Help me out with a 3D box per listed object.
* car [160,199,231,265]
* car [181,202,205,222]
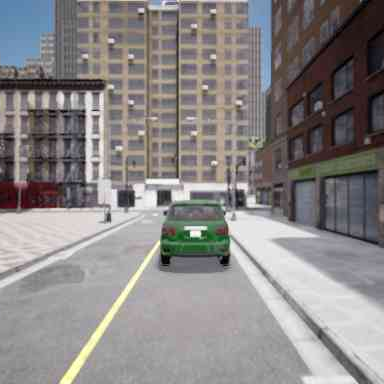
[{"bbox_3d":[0.098,1.266,12.041,2.150,2.045,5.566,0,0,0],"label":"car"},{"bbox_3d":[0.066,1.591,27.930,1.837,1.490,4.892,0,-1,-1],"label":"car"}]
